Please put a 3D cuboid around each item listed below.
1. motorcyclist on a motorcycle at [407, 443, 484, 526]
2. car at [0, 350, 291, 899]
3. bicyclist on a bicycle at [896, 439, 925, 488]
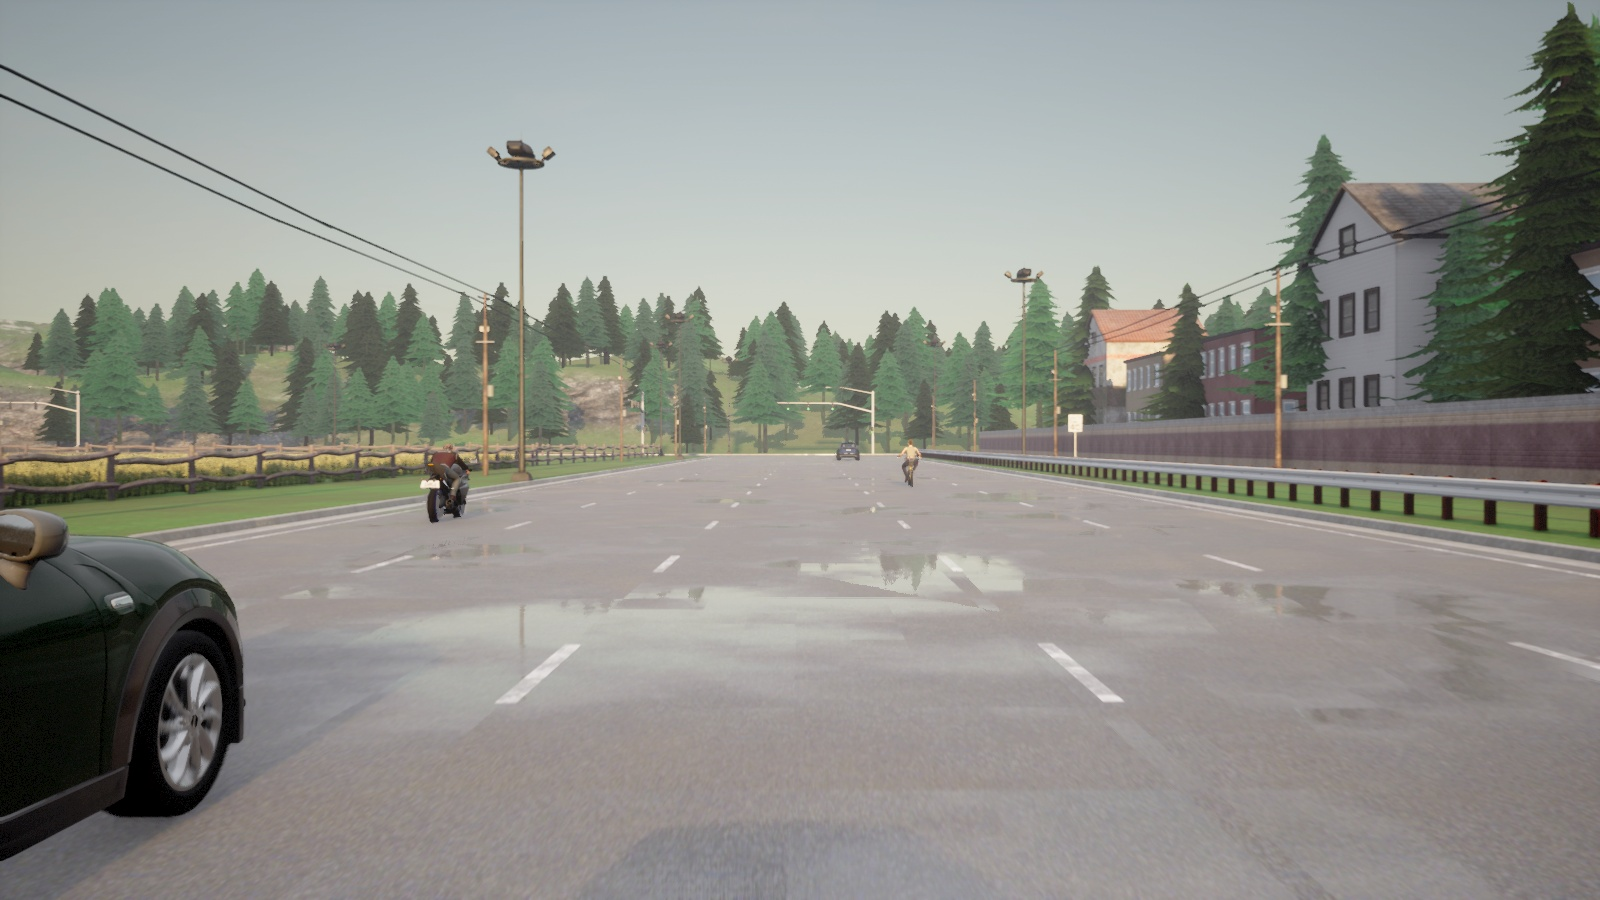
[{"bbox_3d":[-6.846,0.639,24.363,0.866,1.530,2.191,0,0,0],"label":"motorcyclist on a motorcycle"},{"bbox_3d":[-3.464,0.582,3.650,2.097,1.767,4.553,0,0,0],"label":"car"},{"bbox_3d":[3.754,0.445,42.745,0.866,1.612,1.509,0,0,1],"label":"bicyclist on a bicycle"}]
